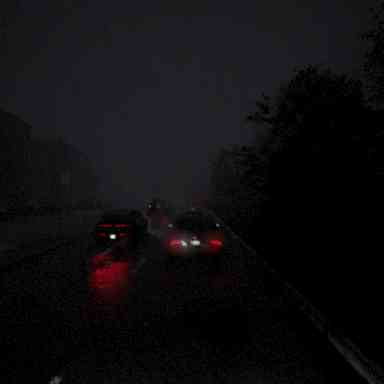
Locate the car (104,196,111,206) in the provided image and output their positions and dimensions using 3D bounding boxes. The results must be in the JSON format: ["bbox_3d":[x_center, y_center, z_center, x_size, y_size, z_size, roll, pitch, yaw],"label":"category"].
[{"bbox_3d":[-15.524,1.580,55.374,2.097,1.535,5.008,0,0,0],"label":"car"}]

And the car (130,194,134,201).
[{"bbox_3d":[-15.601,1.674,77.597,2.002,1.452,4.674,0,0,0],"label":"car"}]

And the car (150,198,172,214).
[{"bbox_3d":[-3.184,1.427,33.512,2.097,1.767,4.553,0,0,0],"label":"car"}]

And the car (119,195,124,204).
[{"bbox_3d":[-15.562,1.482,66.450,2.185,1.767,4.553,0,0,0],"label":"car"}]

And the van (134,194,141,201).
[{"bbox_3d":[-15.638,1.435,88.529,1.878,1.987,4.442,0,0,0],"label":"van"}]

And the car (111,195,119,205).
[{"bbox_3d":[-15.544,1.595,60.900,2.231,1.521,4.892,0,0,0],"label":"car"}]

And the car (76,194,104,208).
[{"bbox_3d":[-15.505,1.316,49.941,2.435,2.045,5.566,0,0,0],"label":"car"}]

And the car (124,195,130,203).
[{"bbox_3d":[-15.581,1.495,71.976,2.185,1.767,4.553,0,0,0],"label":"car"}]

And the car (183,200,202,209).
[{"bbox_3d":[0.065,1.556,35.433,1.882,1.535,5.008,0,0,0],"label":"car"}]

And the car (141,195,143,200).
[{"bbox_3d":[-15.659,1.704,94.140,2.163,1.488,4.792,0,0,0],"label":"car"}]

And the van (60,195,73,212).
[{"bbox_3d":[-15.467,1.314,38.678,1.878,1.987,4.442,0,0,0],"label":"van"}]

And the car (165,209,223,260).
[{"bbox_3d":[0.088,1.575,12.438,2.033,1.411,5.357,0,0,0],"label":"car"}]

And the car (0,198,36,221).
[{"bbox_3d":[-15.429,1.388,27.775,2.185,1.767,4.553,0,0,0],"label":"car"}]

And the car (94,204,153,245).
[{"bbox_3d":[-3.167,1.540,15.713,1.837,1.490,4.892,0,0,0],"label":"car"}]

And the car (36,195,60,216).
[{"bbox_3d":[-15.448,1.401,33.300,2.185,1.767,4.553,0,0,0],"label":"car"}]
